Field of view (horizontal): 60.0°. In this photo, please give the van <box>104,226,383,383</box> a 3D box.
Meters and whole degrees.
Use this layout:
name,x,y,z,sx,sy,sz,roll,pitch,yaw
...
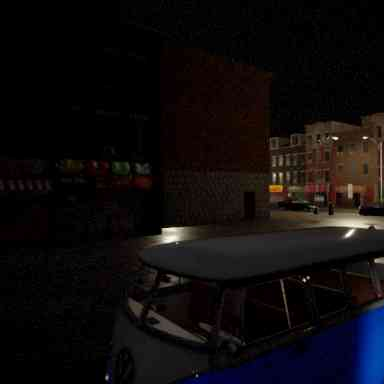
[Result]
name,x,y,z,sx,sy,sz,roll,pitch,yaw
van,1.086,1.343,3.596,3.998,1.788,1.690,0,0,-36

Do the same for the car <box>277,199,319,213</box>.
name,x,y,z,sx,sy,sz,roll,pitch,yaw
car,11.758,1.514,37.131,2.128,1.511,4.902,0,0,-35

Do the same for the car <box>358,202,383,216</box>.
name,x,y,z,sx,sy,sz,roll,pitch,yaw
car,17.132,1.593,29.586,1.994,1.385,4.181,0,0,-35
